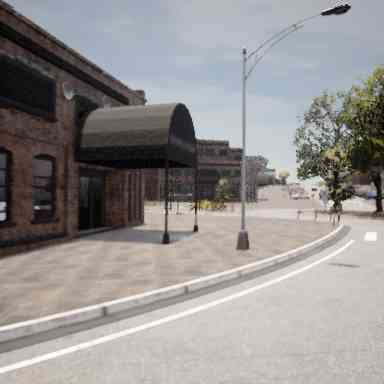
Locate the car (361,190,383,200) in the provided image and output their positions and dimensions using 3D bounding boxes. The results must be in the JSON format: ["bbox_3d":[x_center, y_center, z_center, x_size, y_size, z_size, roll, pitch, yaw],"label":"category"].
[{"bbox_3d":[43.437,1.032,78.485,5.008,1.535,2.097,0,4,-3],"label":"car"}]

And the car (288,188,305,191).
[{"bbox_3d":[28.157,0.521,86.985,4.553,1.767,2.185,-2,4,-5],"label":"car"}]

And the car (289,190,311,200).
[{"bbox_3d":[26.626,1.082,81.305,4.674,1.452,2.002,-2,3,-5],"label":"car"}]

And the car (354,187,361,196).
[{"bbox_3d":[45.140,0.380,84.188,5.566,2.045,2.435,0,4,-3],"label":"car"}]

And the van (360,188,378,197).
[{"bbox_3d":[44.422,0.605,81.341,4.442,1.987,1.878,0,4,-3],"label":"van"}]

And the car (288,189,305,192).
[{"bbox_3d":[27.407,0.872,84.155,4.792,1.488,2.163,-2,3,-5],"label":"car"}]
